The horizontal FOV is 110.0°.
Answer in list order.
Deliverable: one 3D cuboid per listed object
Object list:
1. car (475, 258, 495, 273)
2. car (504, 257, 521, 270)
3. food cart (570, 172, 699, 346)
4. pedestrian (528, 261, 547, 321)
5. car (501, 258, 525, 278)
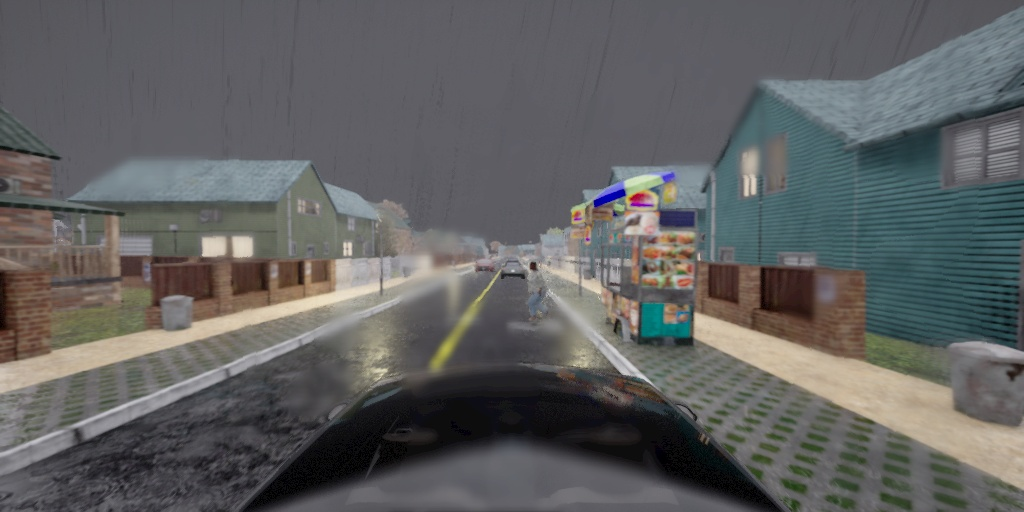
[{"bbox_3d":[-2.848,0.986,38.251,1.882,1.535,5.008,0,0,0],"label":"car"},{"bbox_3d":[0.084,0.948,46.118,2.128,1.511,4.902,0,0,0],"label":"car"},{"bbox_3d":[3.009,0.166,8.962,2.280,3.560,4.660,0,0,0],"label":"food cart"},{"bbox_3d":[0.739,0.984,10.523,0.375,1.860,0.375,-1,2,-2],"label":"pedestrian"},{"bbox_3d":[0.081,1.125,30.181,1.994,1.385,4.181,0,0,0],"label":"car"}]
